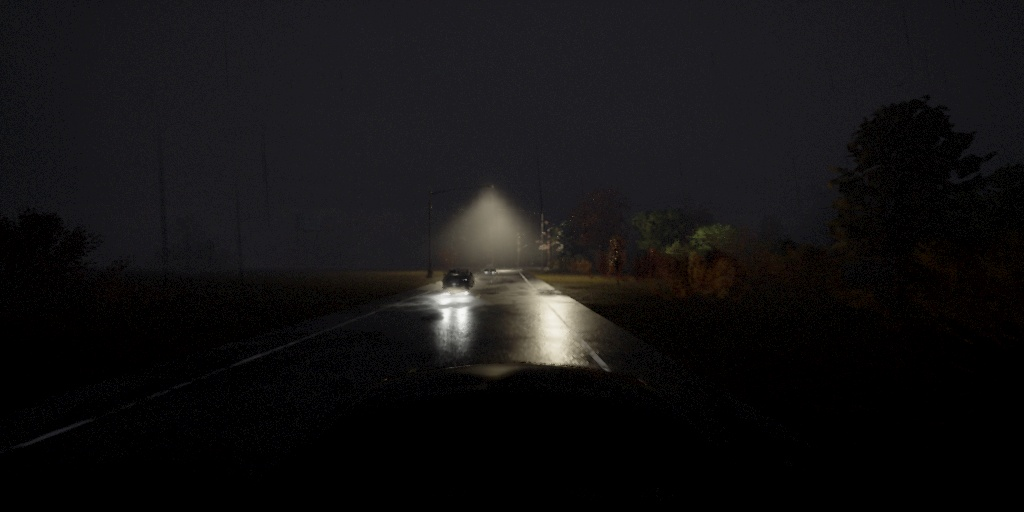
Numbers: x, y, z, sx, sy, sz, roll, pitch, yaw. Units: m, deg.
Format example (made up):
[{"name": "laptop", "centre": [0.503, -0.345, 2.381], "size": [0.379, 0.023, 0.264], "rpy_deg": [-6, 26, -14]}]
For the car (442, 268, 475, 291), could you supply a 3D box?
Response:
[{"name": "car", "centre": [-3.767, 1.593, 25.671], "size": [2.128, 1.511, 4.902], "rpy_deg": [0, -1, 0]}]
